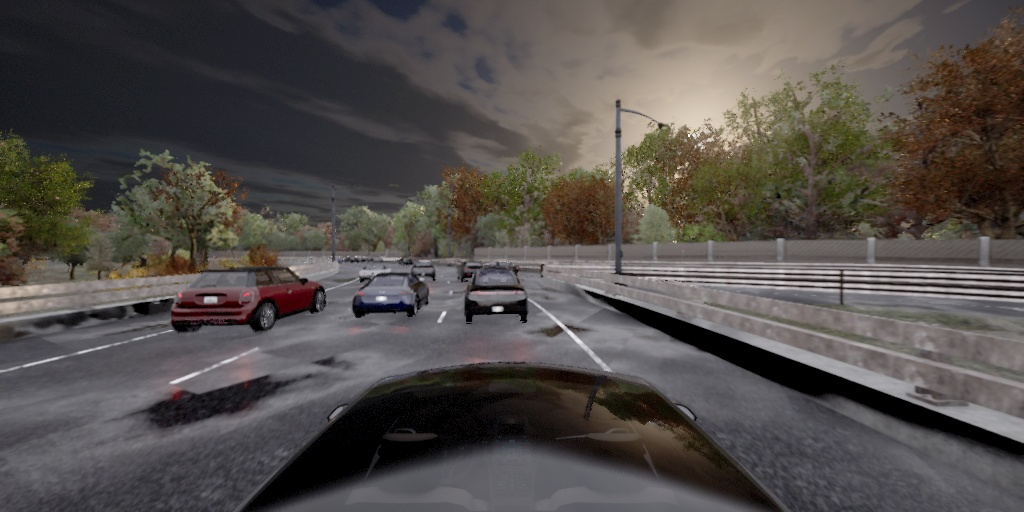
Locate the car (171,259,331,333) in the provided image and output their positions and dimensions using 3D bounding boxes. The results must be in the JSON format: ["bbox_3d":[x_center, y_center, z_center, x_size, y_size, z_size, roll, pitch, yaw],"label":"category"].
[{"bbox_3d":[-7.519,1.083,10.863,2.097,1.767,4.553,0,0,-5],"label":"car"}]

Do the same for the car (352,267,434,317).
[{"bbox_3d":[-4.206,1.274,13.026,1.994,1.385,4.181,0,0,-6],"label":"car"}]

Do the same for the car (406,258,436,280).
[{"bbox_3d":[-7.207,1.133,29.064,2.128,1.511,4.902,0,0,-14],"label":"car"}]

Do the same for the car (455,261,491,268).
[{"bbox_3d":[-3.055,1.139,26.841,1.837,1.490,4.892,0,-1,-13],"label":"car"}]

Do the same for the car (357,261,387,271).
[{"bbox_3d":[-10.347,1.263,27.398,1.895,1.301,4.718,0,0,-14],"label":"car"}]

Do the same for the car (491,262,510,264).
[{"bbox_3d":[-1.394,1.195,35.351,1.895,1.301,4.718,0,0,-38],"label":"car"}]

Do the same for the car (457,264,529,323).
[{"bbox_3d":[-0.589,1.194,11.929,2.128,1.511,4.902,0,0,-5],"label":"car"}]
